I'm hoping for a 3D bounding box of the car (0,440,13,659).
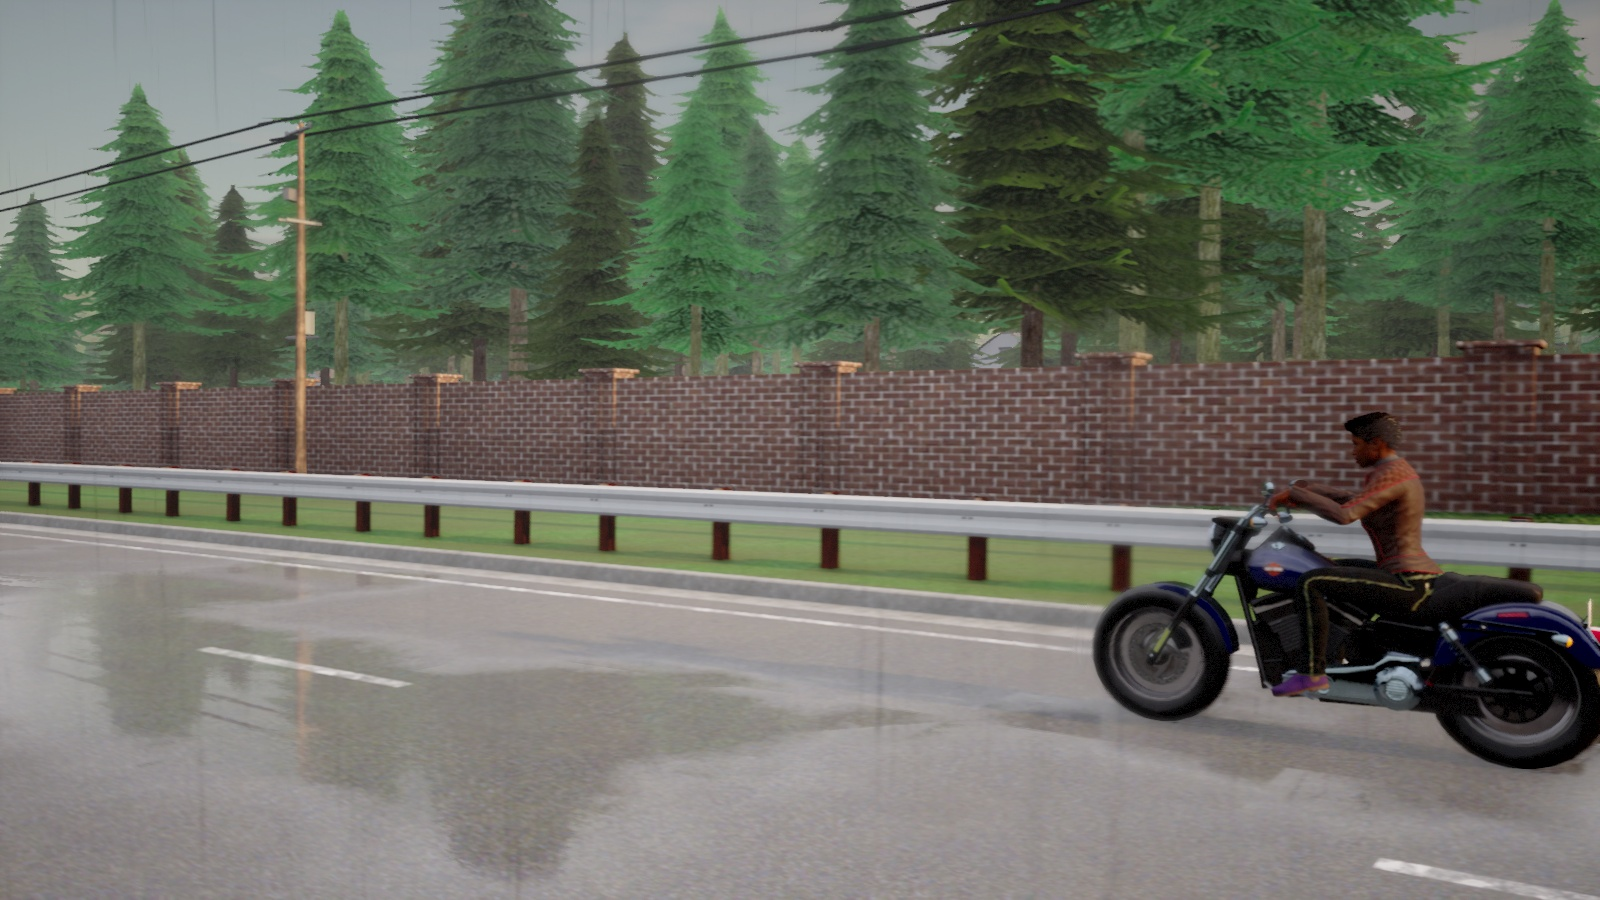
[{"bbox_3d":[-8.000,0.700,9.057,4.792,1.488,2.163,0,1,34],"label":"car"}]

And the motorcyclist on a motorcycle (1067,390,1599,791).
[{"bbox_3d":[2.568,0.577,6.110,2.350,1.649,0.766,0,1,34],"label":"motorcyclist on a motorcycle"}]
